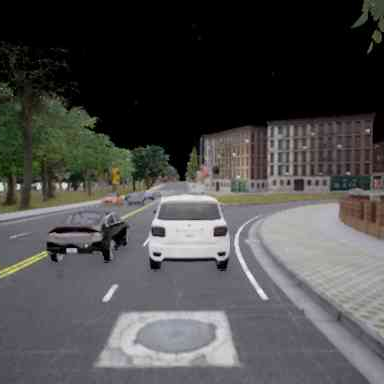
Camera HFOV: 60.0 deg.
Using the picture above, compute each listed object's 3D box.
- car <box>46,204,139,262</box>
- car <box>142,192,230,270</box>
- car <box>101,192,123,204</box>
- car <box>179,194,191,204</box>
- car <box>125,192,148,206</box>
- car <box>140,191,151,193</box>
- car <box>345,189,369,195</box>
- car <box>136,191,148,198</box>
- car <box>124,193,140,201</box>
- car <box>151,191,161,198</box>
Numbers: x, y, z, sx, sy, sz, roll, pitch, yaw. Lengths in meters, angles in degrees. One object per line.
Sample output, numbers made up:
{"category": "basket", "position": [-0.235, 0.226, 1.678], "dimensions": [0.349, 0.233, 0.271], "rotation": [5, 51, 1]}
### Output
{"category": "car", "position": [-3.391, 1.393, 11.652], "dimensions": [2.128, 1.511, 4.902], "rotation": [0, 1, -1]}
{"category": "car", "position": [-0.118, 1.125, 10.810], "dimensions": [2.150, 2.045, 5.566], "rotation": [0, 0, -1]}
{"category": "car", "position": [-10.804, 0.940, 45.082], "dimensions": [2.097, 1.767, 4.553], "rotation": [0, 1, -1]}
{"category": "car", "position": [-1.090, 1.008, 50.527], "dimensions": [1.812, 1.442, 4.674], "rotation": [0, 1, -1]}
{"category": "car", "position": [-7.556, 1.082, 45.193], "dimensions": [1.837, 1.490, 4.892], "rotation": [0, 1, -1]}
{"category": "car", "position": [-7.838, 0.818, 60.588], "dimensions": [1.882, 1.535, 5.008], "rotation": [0, 1, -1]}
{"category": "car", "position": [26.051, 0.293, 52.071], "dimensions": [4.553, 1.767, 2.097], "rotation": [-2, 3, -34]}
{"category": "car", "position": [-11.419, 0.545, 76.851], "dimensions": [2.128, 1.511, 4.902], "rotation": [0, 1, -1]}
{"category": "car", "position": [-11.094, 0.879, 61.648], "dimensions": [2.033, 1.411, 5.357], "rotation": [0, 1, -1]}
{"category": "car", "position": [-8.150, 0.586, 76.033], "dimensions": [1.994, 1.385, 4.181], "rotation": [0, 1, -1]}
